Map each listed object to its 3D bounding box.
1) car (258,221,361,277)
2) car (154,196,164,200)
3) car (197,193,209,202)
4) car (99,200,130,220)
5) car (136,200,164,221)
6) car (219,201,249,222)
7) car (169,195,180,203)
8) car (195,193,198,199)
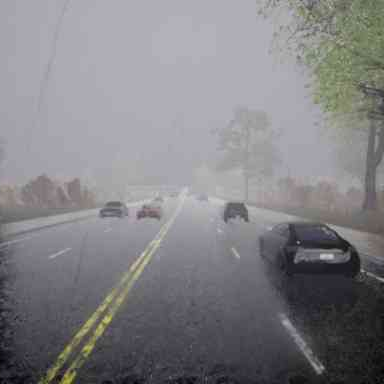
[{"bbox_3d":[3.348,1.572,10.262,1.994,1.385,4.181,0,0,0],"label":"car"},{"bbox_3d":[-6.887,1.532,69.318,1.994,1.385,4.181,0,0,-1],"label":"car"},{"bbox_3d":[2.777,1.526,75.949,1.812,1.442,4.674,0,0,-1],"label":"car"},{"bbox_3d":[-6.645,1.522,28.790,1.837,1.490,4.892,0,0,0],"label":"car"},{"bbox_3d":[-3.392,1.618,27.568,1.895,1.301,4.718,0,0,0],"label":"car"},{"bbox_3d":[3.310,1.522,26.592,1.837,1.490,4.892,0,0,0],"label":"car"},{"bbox_3d":[-3.633,1.335,68.974,2.097,1.767,4.553,0,0,-1],"label":"car"},{"bbox_3d":[2.613,1.420,86.959,2.033,1.649,4.856,0,0,-1],"label":"car"}]
